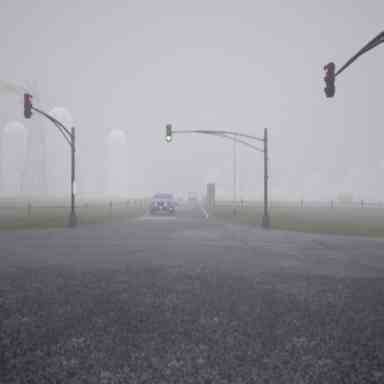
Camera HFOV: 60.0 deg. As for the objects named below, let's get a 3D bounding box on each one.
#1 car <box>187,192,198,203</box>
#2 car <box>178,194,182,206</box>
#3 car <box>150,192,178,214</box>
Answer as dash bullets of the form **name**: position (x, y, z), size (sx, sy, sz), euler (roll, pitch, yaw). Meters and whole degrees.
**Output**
- **car**: position (0.018, 1.234, 63.177), size (1.837, 1.490, 4.892), euler (0, 0, 0)
- **car**: position (-2.828, 1.321, 46.664), size (1.812, 1.442, 4.674), euler (0, 1, 0)
- **car**: position (-2.862, 1.072, 33.282), size (2.150, 2.045, 5.566), euler (0, 0, 0)
